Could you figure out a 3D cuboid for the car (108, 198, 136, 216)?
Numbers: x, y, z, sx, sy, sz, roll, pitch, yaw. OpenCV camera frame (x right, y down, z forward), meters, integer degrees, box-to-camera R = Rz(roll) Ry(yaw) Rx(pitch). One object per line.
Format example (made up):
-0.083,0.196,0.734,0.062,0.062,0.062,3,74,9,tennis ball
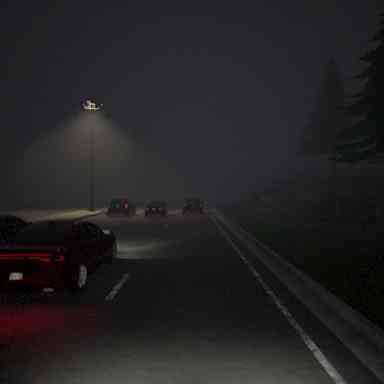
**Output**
-6.898,1.352,33.128,2.097,1.767,4.553,0,0,0,car

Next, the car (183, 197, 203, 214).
0.098,1.352,35.347,2.097,1.767,4.553,0,0,0,car

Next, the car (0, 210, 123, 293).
-3.400,1.477,8.898,1.882,1.535,5.008,0,0,0,car

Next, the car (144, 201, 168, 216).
-3.401,1.547,31.994,2.033,1.411,5.357,0,0,0,car

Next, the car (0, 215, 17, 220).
-6.901,1.525,11.834,1.812,1.442,4.674,0,0,0,car

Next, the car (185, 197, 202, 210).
0.266,1.491,44.556,2.128,1.511,4.902,0,0,2,car
